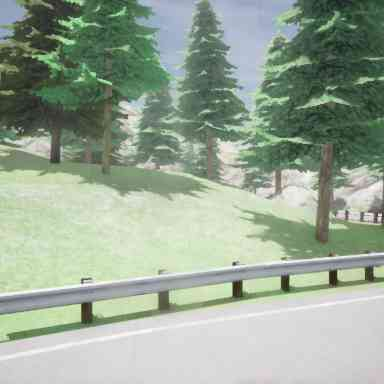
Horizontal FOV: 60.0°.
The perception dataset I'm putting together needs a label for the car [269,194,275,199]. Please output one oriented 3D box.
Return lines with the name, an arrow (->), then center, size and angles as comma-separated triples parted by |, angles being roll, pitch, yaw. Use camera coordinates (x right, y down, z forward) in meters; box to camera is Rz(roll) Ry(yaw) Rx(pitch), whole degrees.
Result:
car -> 10.784, 1.235, 37.828 | 2.150, 2.045, 5.566 | 0, 0, -20
